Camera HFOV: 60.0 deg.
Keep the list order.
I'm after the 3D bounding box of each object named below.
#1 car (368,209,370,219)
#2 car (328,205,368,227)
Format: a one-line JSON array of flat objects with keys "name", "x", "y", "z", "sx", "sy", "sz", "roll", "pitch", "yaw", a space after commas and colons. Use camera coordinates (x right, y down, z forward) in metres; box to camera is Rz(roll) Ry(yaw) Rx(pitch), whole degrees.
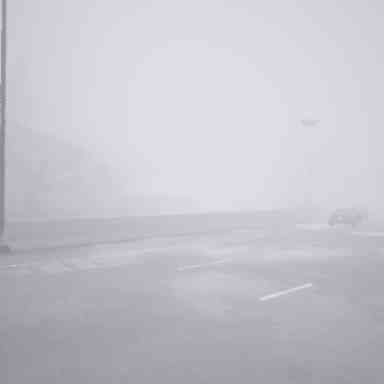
[{"name": "car", "x": 18.367, "y": 2.148, "z": 36.389, "sx": 2.033, "sy": 1.411, "sz": 5.357, "roll": 0, "pitch": -1, "yaw": 27}, {"name": "car", "x": 12.344, "y": 1.978, "z": 26.585, "sx": 2.033, "sy": 1.411, "sz": 5.357, "roll": 0, "pitch": -1, "yaw": 35}]
